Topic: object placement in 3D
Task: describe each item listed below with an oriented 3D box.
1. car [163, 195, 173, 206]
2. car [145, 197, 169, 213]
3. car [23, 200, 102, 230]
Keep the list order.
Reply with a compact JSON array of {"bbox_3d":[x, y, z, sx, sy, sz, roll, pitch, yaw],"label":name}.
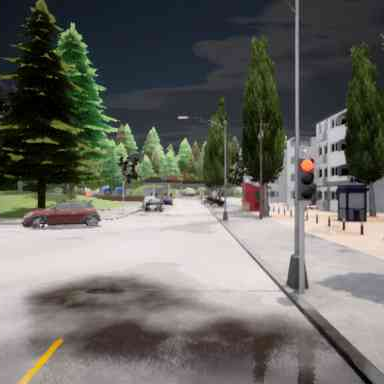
[{"bbox_3d":[-4.080,1.575,53.673,1.895,1.301,4.718,0,0,0],"label":"car"},{"bbox_3d":[-4.098,1.475,37.034,2.128,1.511,4.902,0,0,0],"label":"car"},{"bbox_3d":[-8.143,1.341,21.034,4.553,1.767,2.097,0,0,-24],"label":"car"}]
